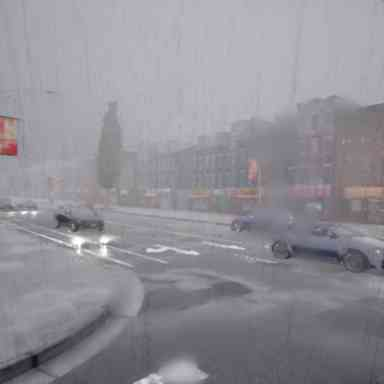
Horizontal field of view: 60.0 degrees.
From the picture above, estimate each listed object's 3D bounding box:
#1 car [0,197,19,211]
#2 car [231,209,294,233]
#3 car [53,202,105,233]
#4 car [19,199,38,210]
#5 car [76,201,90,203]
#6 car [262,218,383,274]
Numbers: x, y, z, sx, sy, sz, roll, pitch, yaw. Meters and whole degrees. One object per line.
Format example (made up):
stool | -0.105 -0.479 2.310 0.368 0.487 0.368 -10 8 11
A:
car | -23.429 1.424 41.161 2.097 1.767 4.553 3 -2 -39
car | 4.765 1.948 22.232 2.097 1.767 4.553 3 -2 -40
car | -7.291 1.661 21.293 1.882 1.535 5.008 3 -2 -39
car | -22.412 1.672 45.073 1.994 1.385 4.181 3 -2 -39
car | -11.706 1.853 31.825 1.994 1.385 4.181 3 -2 -39
car | 4.849 1.815 11.581 1.994 1.385 4.181 3 -3 -39
